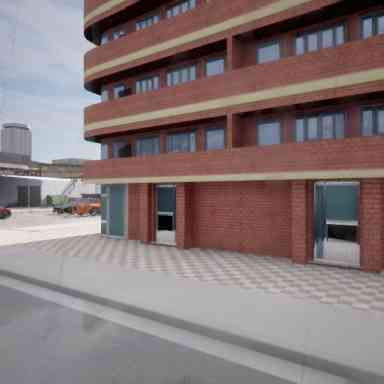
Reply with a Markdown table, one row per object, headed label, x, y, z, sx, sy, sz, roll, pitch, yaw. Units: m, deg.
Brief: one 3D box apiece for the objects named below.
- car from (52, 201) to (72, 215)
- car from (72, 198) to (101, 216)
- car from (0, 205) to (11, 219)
| label | x | y | z | sx | sy | sz | roll | pitch | yaw |
| --- | --- | --- | --- | --- | --- | --- | --- | --- | --- |
| car | -11.704 | 1.547 | 34.608 | 2.033 | 1.411 | 5.357 | 0 | 0 | 34 |
| car | -8.826 | 1.352 | 32.264 | 2.097 | 1.767 | 4.553 | 0 | 0 | 35 |
| car | -17.013 | 1.564 | 26.880 | 1.994 | 1.385 | 4.181 | 0 | 0 | 34 |
